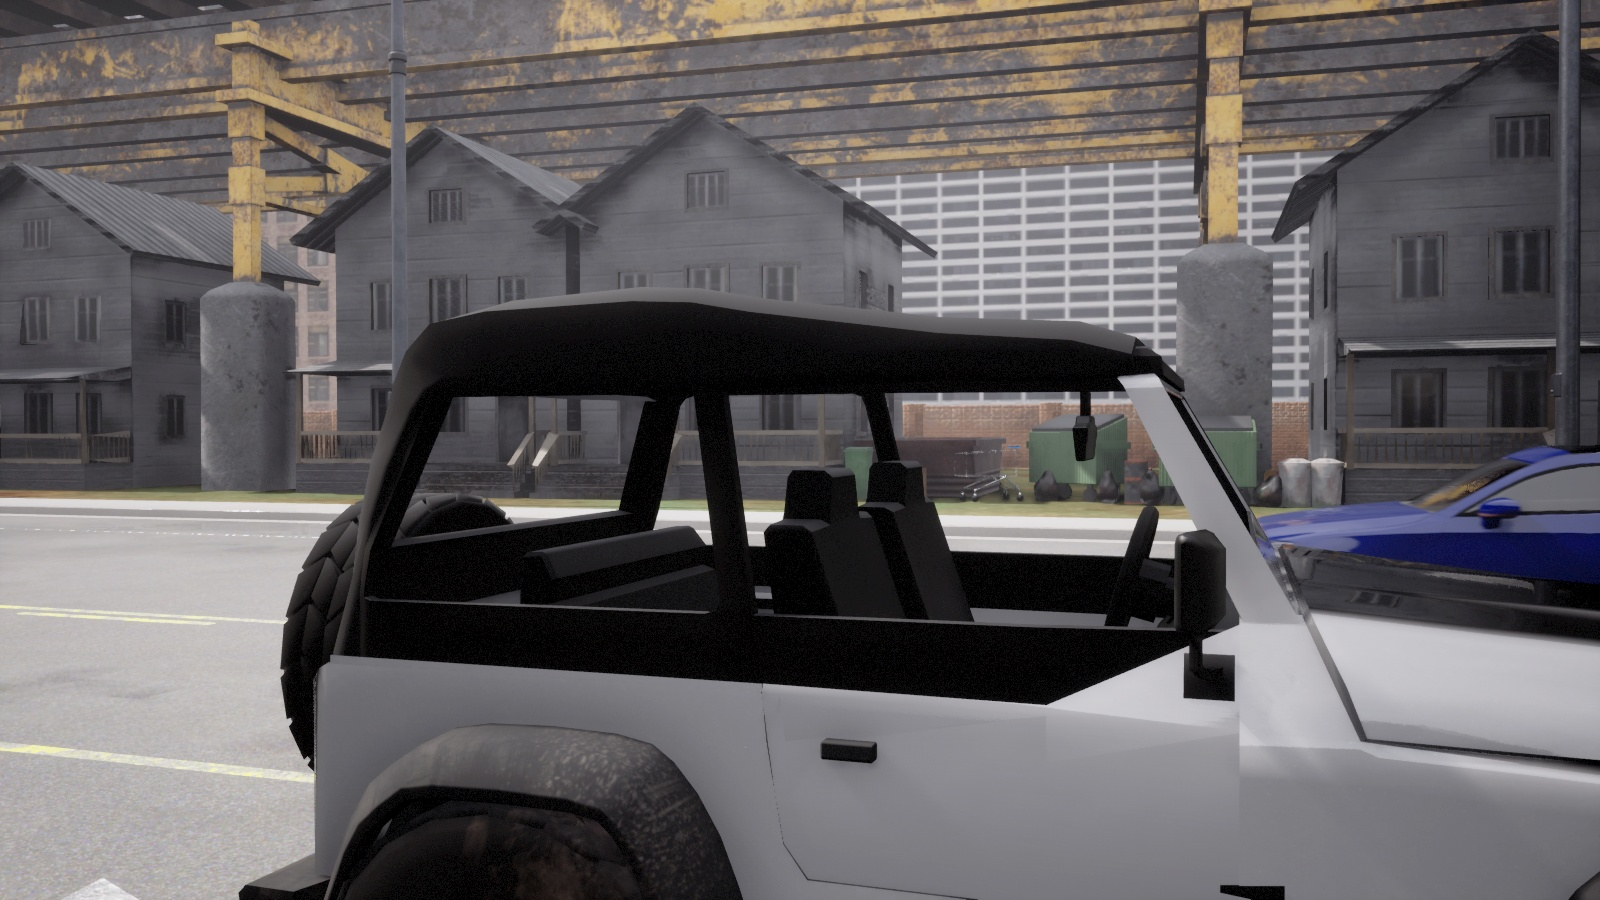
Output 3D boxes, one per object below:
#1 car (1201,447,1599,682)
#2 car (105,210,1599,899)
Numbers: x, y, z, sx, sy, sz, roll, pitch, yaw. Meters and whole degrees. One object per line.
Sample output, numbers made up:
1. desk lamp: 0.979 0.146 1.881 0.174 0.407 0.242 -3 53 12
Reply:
1. car: 5.282 0.731 8.800 4.674 1.442 1.812 1 1 19
2. car: 0.641 0.577 2.981 3.866 1.878 1.905 1 1 19
